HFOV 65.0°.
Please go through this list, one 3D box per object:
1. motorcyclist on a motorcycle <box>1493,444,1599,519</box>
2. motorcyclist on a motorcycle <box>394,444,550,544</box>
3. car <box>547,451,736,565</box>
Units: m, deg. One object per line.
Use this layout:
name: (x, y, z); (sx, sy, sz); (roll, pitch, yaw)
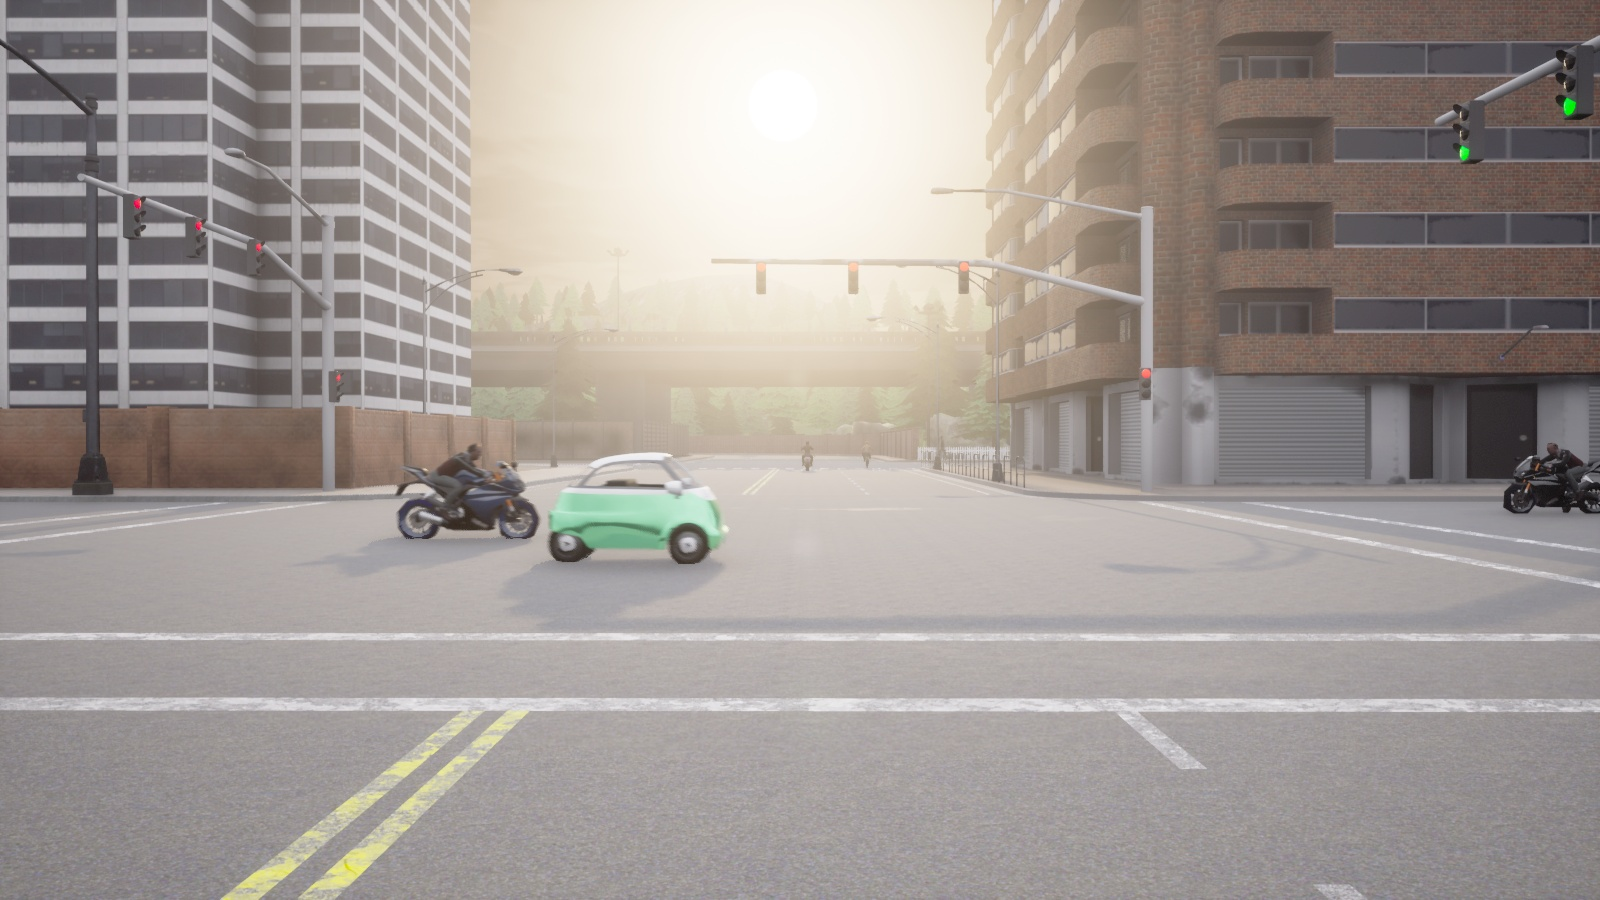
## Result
motorcyclist on a motorcycle: (15.862, 0.646, 26.328); (2.191, 1.530, 0.866); (0, 0, 1)
motorcyclist on a motorcycle: (-5.079, 0.667, 19.559); (2.191, 1.530, 0.866); (0, 0, 1)
car: (-1.965, 0.709, 16.025); (2.207, 1.376, 1.481); (0, 0, 1)
